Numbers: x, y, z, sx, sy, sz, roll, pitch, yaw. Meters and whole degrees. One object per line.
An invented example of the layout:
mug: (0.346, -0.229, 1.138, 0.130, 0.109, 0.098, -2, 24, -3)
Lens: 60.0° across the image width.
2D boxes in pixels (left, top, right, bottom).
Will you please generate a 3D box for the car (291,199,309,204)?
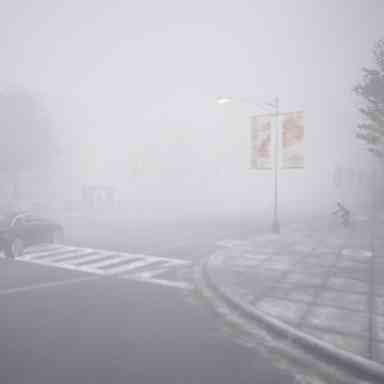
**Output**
car: (27.744, 2.401, 85.579, 4.718, 1.301, 1.895, 1, 0, -31)

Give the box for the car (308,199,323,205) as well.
car: (28.482, 2.314, 77.790, 5.357, 1.411, 2.033, 1, 0, -40)

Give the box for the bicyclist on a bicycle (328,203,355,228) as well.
bicyclist on a bicycle: (9.852, 1.546, 21.971, 1.656, 1.620, 0.582, 0, -1, 29)

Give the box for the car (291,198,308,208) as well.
car: (19.281, 2.047, 61.083, 1.882, 1.535, 5.008, 1, 0, 31)

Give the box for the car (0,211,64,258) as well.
car: (-6.669, 1.479, 12.675, 2.128, 1.511, 4.902, 0, 0, 4)

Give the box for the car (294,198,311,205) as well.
car: (26.964, 2.297, 81.048, 4.674, 1.442, 1.812, 1, 0, -40)

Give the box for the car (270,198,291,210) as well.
car: (13.057, 1.959, 50.085, 1.812, 1.442, 4.674, 1, 0, 29)
